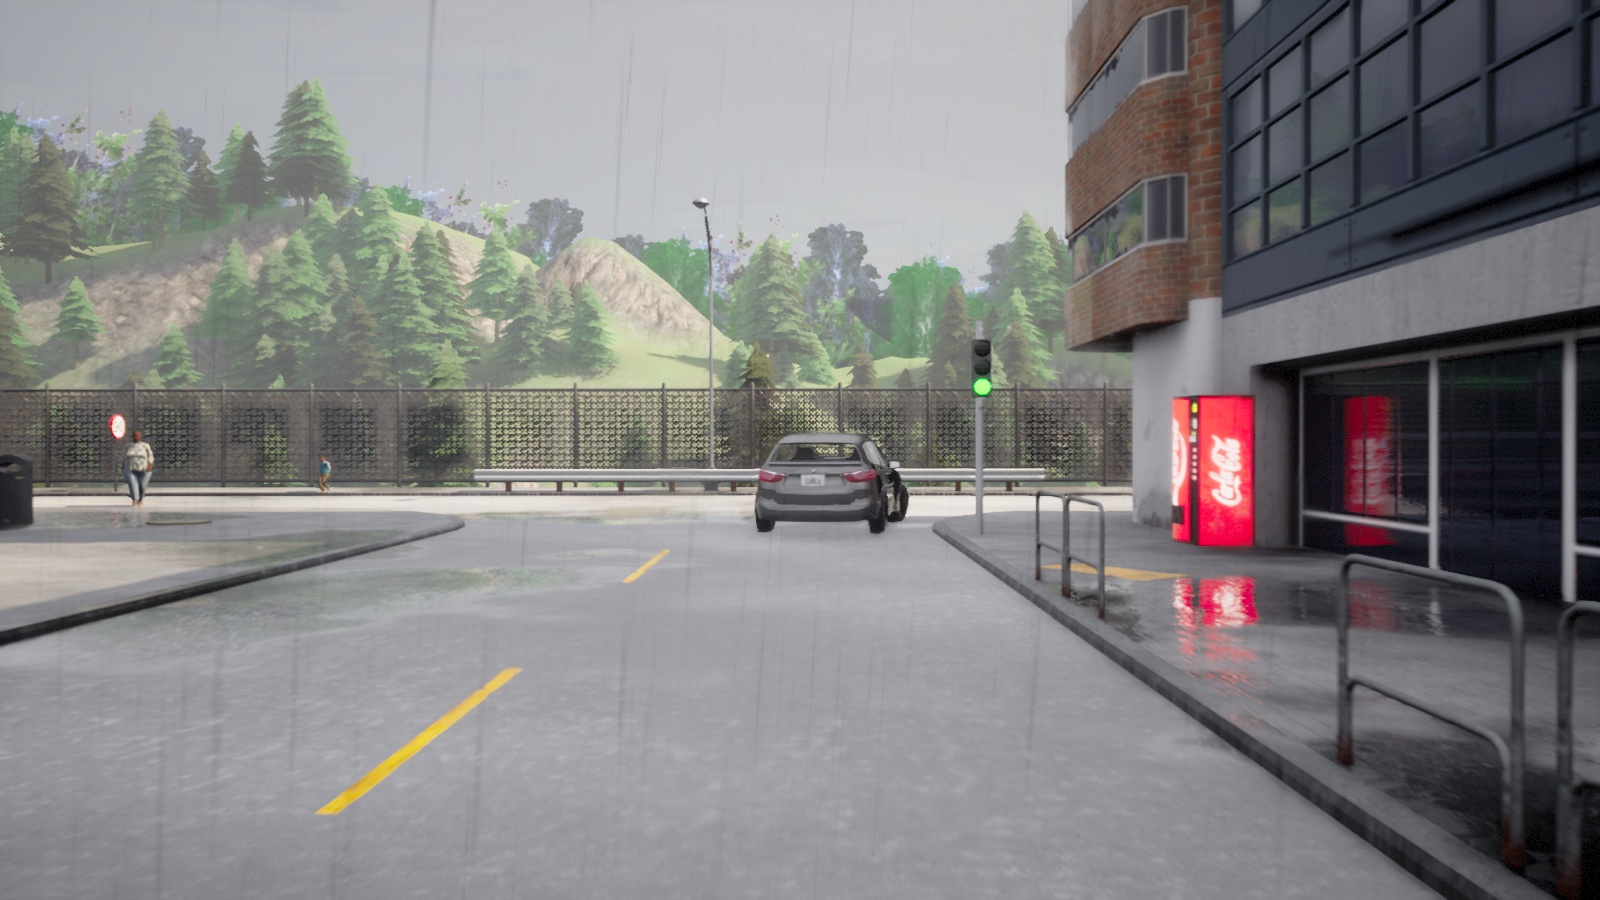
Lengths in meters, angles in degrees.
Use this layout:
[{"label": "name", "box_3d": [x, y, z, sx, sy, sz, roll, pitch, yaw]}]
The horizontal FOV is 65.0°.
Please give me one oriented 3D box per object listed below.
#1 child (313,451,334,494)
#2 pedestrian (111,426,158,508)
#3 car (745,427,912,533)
[{"label": "child", "box_3d": [-13.392, 0.627, 35.276, 0.343, 1.192, 0.448, 0, 0, 16]}, {"label": "pedestrian", "box_3d": [-15.384, 0.373, 29.058, 0.874, 1.855, 0.900, 0, 0, -22]}, {"label": "car", "box_3d": [0.641, 0.465, 22.363, 2.242, 1.667, 4.611, 0, 0, 11]}]
